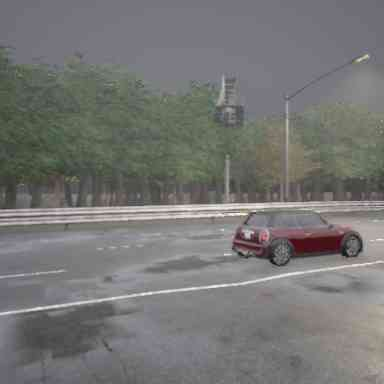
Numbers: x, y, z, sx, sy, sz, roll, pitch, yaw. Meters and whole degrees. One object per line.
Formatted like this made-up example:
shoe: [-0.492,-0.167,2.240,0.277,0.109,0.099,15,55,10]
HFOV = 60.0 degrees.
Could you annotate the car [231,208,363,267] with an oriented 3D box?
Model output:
car: [3.717,1.404,11.604,4.553,1.767,2.097,0,-1,-25]
